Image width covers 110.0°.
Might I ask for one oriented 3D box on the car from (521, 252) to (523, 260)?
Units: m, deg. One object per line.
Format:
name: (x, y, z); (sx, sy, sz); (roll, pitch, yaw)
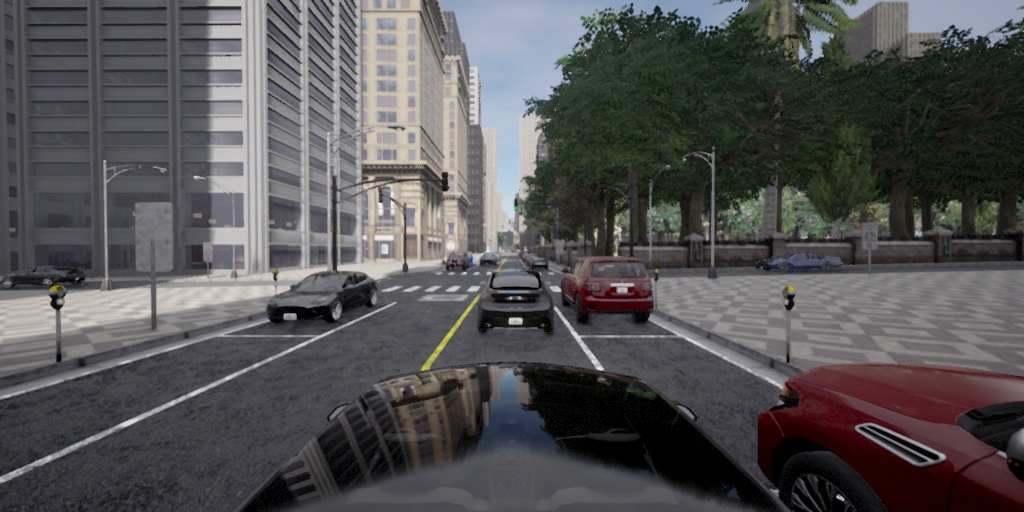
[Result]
car: (2.876, 0.342, 59.668); (1.802, 1.307, 4.207); (0, 0, 0)

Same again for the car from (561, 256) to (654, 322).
car: (2.782, 0.908, 11.435); (2.192, 1.841, 5.009); (0, 0, 0)

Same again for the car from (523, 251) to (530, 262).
car: (2.855, 0.392, 48.830); (1.967, 1.591, 4.097); (0, 0, 0)

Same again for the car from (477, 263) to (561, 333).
car: (0.102, 1.119, 10.202); (1.837, 1.490, 4.892); (0, 1, 1)

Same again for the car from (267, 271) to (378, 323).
car: (-5.743, 1.158, 11.470); (1.948, 1.339, 4.313); (0, 0, 0)

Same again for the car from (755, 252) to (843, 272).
car: (21.038, 0.407, 26.389); (5.357, 1.411, 2.033); (-1, 1, 0)

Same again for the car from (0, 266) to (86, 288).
car: (-34.920, 1.523, 26.779); (4.892, 1.490, 1.837); (-1, 1, 0)

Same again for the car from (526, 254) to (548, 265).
car: (2.834, 0.708, 37.990); (1.948, 1.339, 4.313); (0, 0, 0)

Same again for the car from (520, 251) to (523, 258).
car: (2.887, 0.207, 65.088); (1.888, 1.381, 4.507); (0, 0, 0)

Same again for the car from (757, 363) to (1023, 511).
car: (2.761, 1.085, 0.462); (2.192, 1.841, 5.009); (0, 0, 0)

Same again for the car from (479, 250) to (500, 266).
car: (-2.997, 0.355, 45.973); (2.097, 1.767, 4.553); (0, 1, 0)

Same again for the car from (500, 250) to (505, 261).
car: (-2.914, 0.175, 63.937); (2.128, 1.511, 4.902); (0, 1, 1)

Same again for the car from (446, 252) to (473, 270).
car: (-5.691, 0.456, 38.026); (2.192, 1.841, 5.009); (0, 0, 0)

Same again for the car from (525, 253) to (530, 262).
car: (2.844, 0.630, 43.410); (1.802, 1.307, 4.207); (0, 0, 0)
